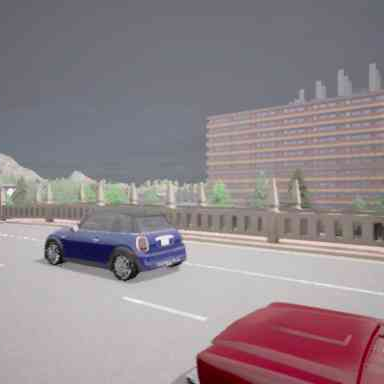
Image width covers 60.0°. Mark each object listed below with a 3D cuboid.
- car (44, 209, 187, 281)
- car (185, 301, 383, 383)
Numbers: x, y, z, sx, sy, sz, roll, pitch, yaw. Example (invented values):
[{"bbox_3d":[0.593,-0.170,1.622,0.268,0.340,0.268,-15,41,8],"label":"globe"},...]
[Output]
[{"bbox_3d":[-2.443,1.341,10.032,4.553,1.767,2.097,0,0,36],"label":"car"},{"bbox_3d":[2.279,1.602,2.365,4.718,1.301,1.895,0,0,35],"label":"car"}]
